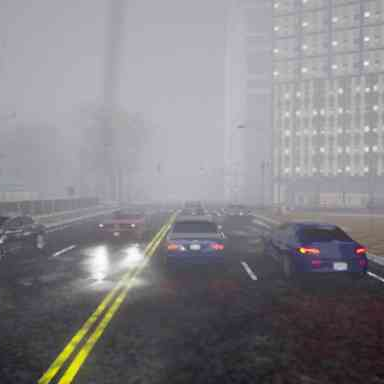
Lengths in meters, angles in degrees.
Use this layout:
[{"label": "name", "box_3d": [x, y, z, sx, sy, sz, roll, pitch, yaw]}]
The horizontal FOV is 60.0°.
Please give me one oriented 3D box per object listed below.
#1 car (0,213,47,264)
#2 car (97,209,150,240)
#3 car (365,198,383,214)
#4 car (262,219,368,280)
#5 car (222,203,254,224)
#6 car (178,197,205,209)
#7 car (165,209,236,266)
[{"label": "car", "box_3d": [-6.602, 1.497, 11.157, 1.837, 1.490, 4.892, 0, 0, 0]}, {"label": "car", "box_3d": [-3.352, 1.588, 17.069, 1.895, 1.301, 4.718, 0, 0, 0]}, {"label": "car", "box_3d": [23.005, 1.630, 38.845, 5.009, 1.841, 2.192, 0, 2, 20]}, {"label": "car", "box_3d": [3.337, 1.518, 9.783, 1.812, 1.442, 4.674, 0, 0, 0]}, {"label": "car", "box_3d": [3.335, 1.531, 24.915, 2.033, 1.411, 5.357, 0, 0, 0]}, {"label": "car", "box_3d": [0.089, 1.474, 27.750, 2.128, 1.511, 4.902, 0, 0, 0]}, {"label": "car", "box_3d": [0.093, 1.537, 11.511, 2.033, 1.411, 5.357, 0, 0, 0]}]
